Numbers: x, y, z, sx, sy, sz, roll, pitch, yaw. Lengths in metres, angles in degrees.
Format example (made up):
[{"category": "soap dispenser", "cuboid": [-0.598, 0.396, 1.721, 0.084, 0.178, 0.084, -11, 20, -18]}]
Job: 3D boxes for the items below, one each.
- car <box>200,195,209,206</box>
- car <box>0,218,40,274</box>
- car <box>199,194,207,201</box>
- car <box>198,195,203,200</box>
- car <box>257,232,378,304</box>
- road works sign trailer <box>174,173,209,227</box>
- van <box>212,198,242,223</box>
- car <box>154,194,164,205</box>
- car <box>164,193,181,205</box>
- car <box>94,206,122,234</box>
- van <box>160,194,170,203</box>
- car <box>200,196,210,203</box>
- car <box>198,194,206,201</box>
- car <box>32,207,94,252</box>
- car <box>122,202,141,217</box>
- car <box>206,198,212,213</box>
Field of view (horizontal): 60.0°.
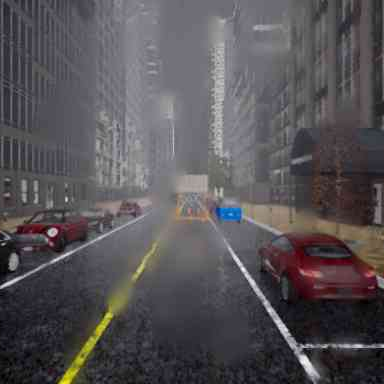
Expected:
[{"category": "car", "cuboid": [2.673, 1.588, 53.413, 1.802, 1.307, 4.206, 0, 0, 0]}, {"category": "car", "cuboid": [-5.693, 1.556, 7.873, 2.008, 1.369, 4.403, 0, 0, 0]}, {"category": "car", "cuboid": [2.664, 1.417, 81.875, 1.967, 1.590, 4.097, 0, 0, 0]}, {"category": "car", "cuboid": [2.669, 1.551, 64.797, 2.008, 1.369, 4.403, 0, 0, 0]}, {"category": "car", "cuboid": [2.687, 1.588, 7.874, 1.802, 1.307, 4.206, 0, 0, 0]}, {"category": "road works sign trailer", "cuboid": [-0.008, 0.471, 22.968, 2.380, 3.560, 2.880, 0, 0, 0]}, {"category": "van", "cuboid": [2.682, 1.348, 24.951, 1.690, 1.788, 3.998, 0, 0, 0]}, {"category": "car", "cuboid": [-5.710, 1.554, 59.106, 2.008, 1.369, 4.403, 0, 0, 0]}, {"category": "car", "cuboid": [-3.074, 1.225, 57.748, 2.150, 2.045, 5.566, 0, 0, 1]}, {"category": "car", "cuboid": [-5.697, 1.557, 19.258, 2.008, 1.369, 4.403, 0, 0, 0]}, {"category": "van", "cuboid": [-5.713, 1.335, 70.491, 1.690, 1.788, 3.998, 0, 0, 0]}, {"category": "car", "cuboid": [2.667, 1.545, 70.490, 2.008, 1.369, 4.403, 0, 0, 0]}, {"category": "car", "cuboid": [2.662, 1.408, 87.567, 1.967, 1.590, 4.097, 0, 0, 0]}, {"category": "car", "cuboid": [-5.695, 1.447, 13.566, 1.967, 1.590, 4.097, 0, 0, 0]}, {"category": "car", "cuboid": [-5.701, 1.588, 30.642, 1.802, 1.307, 4.206, 0, 0, 0]}, {"category": "car", "cuboid": [2.678, 1.588, 36.335, 1.802, 1.307, 4.206, 0, 0, 0]}]
